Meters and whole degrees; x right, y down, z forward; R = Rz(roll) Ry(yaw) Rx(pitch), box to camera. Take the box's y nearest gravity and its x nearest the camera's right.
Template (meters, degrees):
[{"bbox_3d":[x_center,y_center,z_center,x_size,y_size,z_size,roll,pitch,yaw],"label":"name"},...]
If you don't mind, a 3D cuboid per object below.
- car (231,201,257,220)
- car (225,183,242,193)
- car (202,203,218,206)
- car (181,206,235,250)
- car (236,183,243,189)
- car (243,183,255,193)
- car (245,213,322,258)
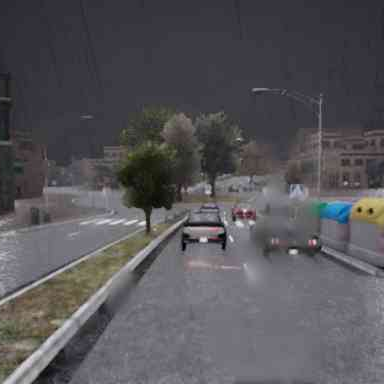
[{"bbox_3d":[4.651,1.640,30.308,2.097,1.767,4.553,0,0,5],"label":"car"},{"bbox_3d":[9.293,-0.814,75.275,2.097,1.767,4.553,0,4,-1],"label":"car"},{"bbox_3d":[1.674,1.763,30.776,2.128,1.511,4.902,0,0,5],"label":"car"},{"bbox_3d":[0.554,1.617,14.945,2.128,1.511,4.902,0,0,3],"label":"car"},{"bbox_3d":[12.742,-1.705,89.760,1.895,1.301,4.718,0,5,8],"label":"car"},{"bbox_3d":[12.302,-0.680,74.959,1.837,1.490,4.892,0,4,-1],"label":"car"},{"bbox_3d":[3.472,1.721,13.286,1.895,1.301,4.718,0,-1,2],"label":"car"}]
